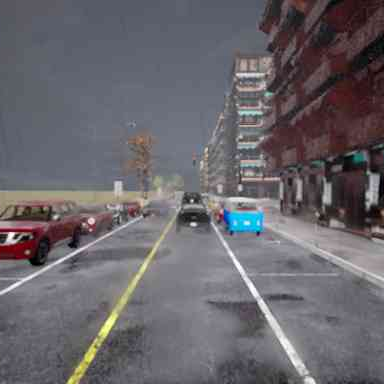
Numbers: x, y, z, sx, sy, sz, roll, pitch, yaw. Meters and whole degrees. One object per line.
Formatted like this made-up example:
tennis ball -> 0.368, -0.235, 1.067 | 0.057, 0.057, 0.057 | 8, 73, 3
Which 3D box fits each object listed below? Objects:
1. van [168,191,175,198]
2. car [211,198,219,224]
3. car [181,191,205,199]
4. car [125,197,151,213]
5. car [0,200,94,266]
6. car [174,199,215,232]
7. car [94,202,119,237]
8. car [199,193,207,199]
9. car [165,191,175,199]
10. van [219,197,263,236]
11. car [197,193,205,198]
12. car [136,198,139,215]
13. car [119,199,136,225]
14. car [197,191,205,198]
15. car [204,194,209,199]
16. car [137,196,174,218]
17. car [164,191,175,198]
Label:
van -> -5.410, 0.649, 88.632 | 1.690, 1.788, 3.998 | 1, 0, 0
car -> 2.547, 1.259, 22.887 | 1.967, 1.590, 4.097 | 1, 0, 0
car -> 0.039, 0.948, 34.697 | 2.150, 2.045, 5.566 | 0, 0, 1
car -> -5.346, 1.263, 33.371 | 1.752, 1.417, 4.829 | 1, 0, 0
car -> -5.318, 1.225, 11.394 | 2.192, 1.841, 5.009 | 1, 0, 0
car -> 0.077, 1.355, 18.848 | 1.837, 1.490, 4.892 | 0, 0, 0
car -> -5.326, 1.306, 16.932 | 1.967, 1.590, 4.097 | 1, 0, 0
car -> 2.481, 0.973, 77.812 | 1.802, 1.307, 4.206 | 1, 0, 0
car -> -5.403, 0.667, 82.978 | 2.192, 1.841, 5.009 | 1, 0, 0
van -> 2.555, 1.204, 17.341 | 1.690, 1.788, 3.998 | 1, 0, 0
car -> 2.467, 0.870, 89.134 | 1.947, 1.339, 4.313 | 1, 0, 0
car -> -5.340, 1.324, 28.005 | 1.887, 1.381, 4.507 | 1, 0, 0
car -> -5.334, 1.373, 22.468 | 2.008, 1.369, 4.403 | 1, 0, 0
car -> 2.463, 0.575, 94.793 | 2.192, 1.841, 5.009 | 1, 0, 0
car -> 2.533, 1.256, 34.147 | 1.752, 1.417, 4.829 | 1, 0, 0
car -> -2.845, 1.332, 27.360 | 2.033, 1.411, 5.357 | 0, 0, 0
car -> -5.398, 0.835, 77.325 | 1.967, 1.590, 4.097 | 1, 0, 0
